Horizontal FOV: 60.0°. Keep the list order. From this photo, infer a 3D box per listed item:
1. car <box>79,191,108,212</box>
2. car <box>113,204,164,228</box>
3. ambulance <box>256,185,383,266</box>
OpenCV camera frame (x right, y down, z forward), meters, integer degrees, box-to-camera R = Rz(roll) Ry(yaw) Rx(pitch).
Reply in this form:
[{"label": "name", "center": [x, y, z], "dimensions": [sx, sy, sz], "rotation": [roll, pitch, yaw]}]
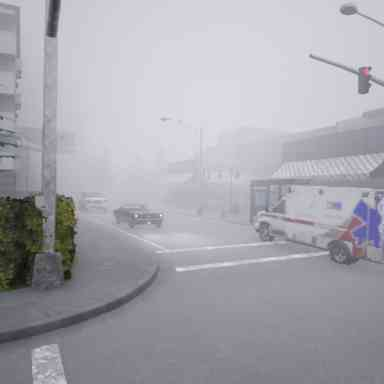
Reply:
[{"label": "car", "center": [-10.122, 0.923, 33.801], "dimensions": [2.150, 2.045, 5.566], "rotation": [1, 0, -27]}, {"label": "car", "center": [-3.370, 1.395, 20.417], "dimensions": [1.895, 1.301, 4.718], "rotation": [1, 0, -27]}, {"label": "ambulance", "center": [4.936, 1.019, 11.993], "dimensions": [2.351, 2.431, 6.366], "rotation": [1, 2, -27]}]
